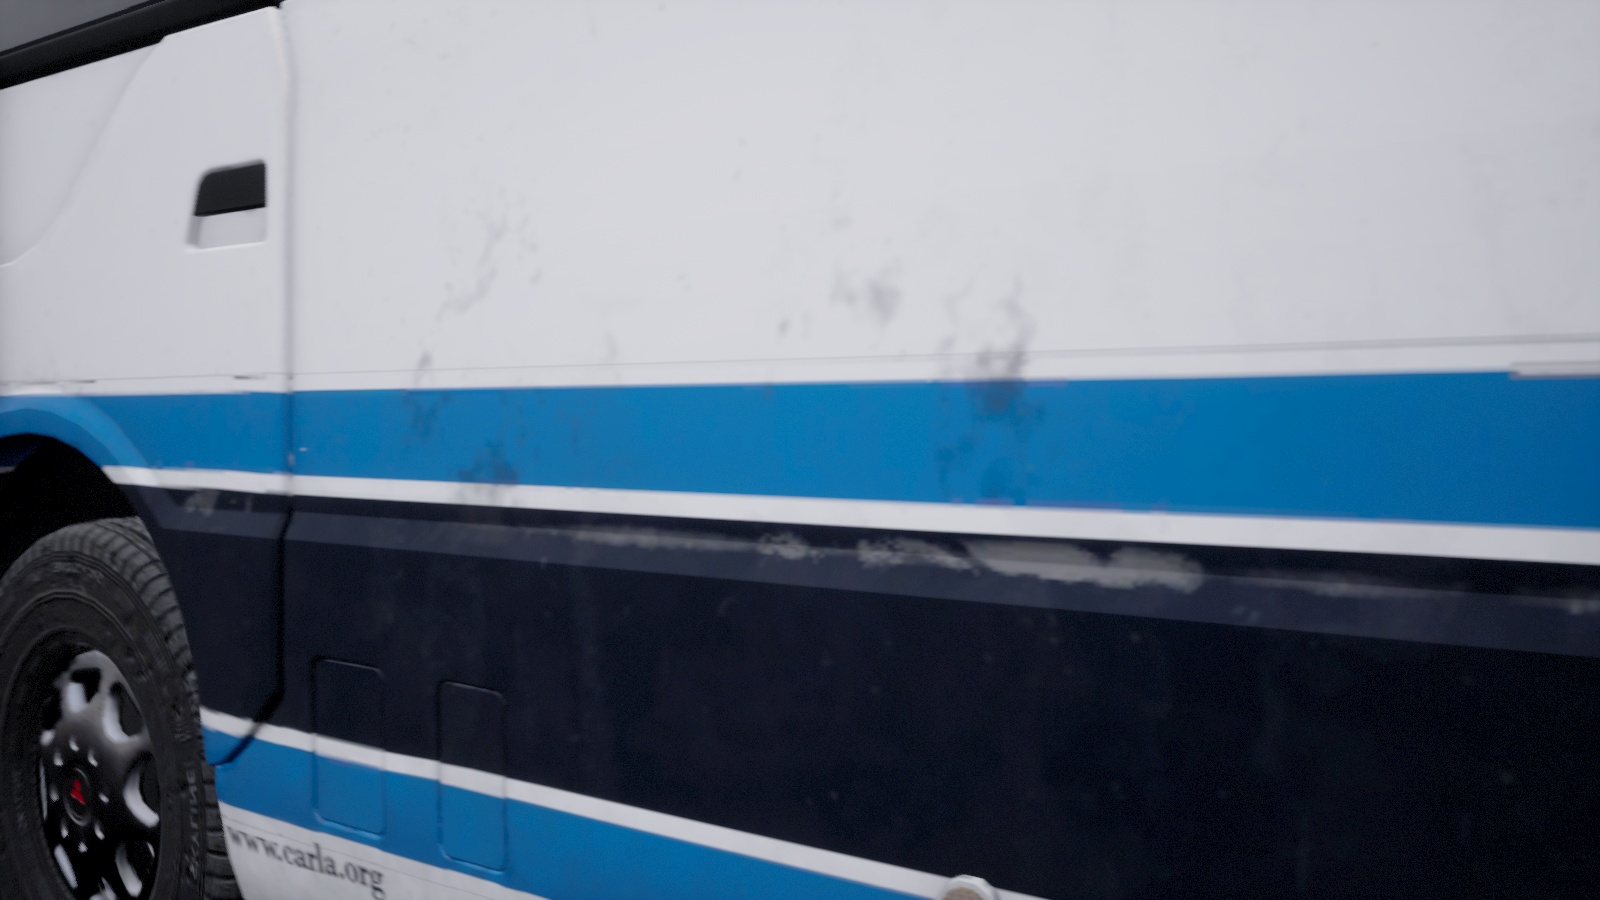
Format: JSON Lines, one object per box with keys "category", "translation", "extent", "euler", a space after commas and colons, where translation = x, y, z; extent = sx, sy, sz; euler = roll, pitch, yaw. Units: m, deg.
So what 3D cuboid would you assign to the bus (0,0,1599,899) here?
{"category": "bus", "translation": [1.616, -0.694, 2.515], "extent": [10.273, 4.253, 3.944], "euler": [0, 1, 34]}
